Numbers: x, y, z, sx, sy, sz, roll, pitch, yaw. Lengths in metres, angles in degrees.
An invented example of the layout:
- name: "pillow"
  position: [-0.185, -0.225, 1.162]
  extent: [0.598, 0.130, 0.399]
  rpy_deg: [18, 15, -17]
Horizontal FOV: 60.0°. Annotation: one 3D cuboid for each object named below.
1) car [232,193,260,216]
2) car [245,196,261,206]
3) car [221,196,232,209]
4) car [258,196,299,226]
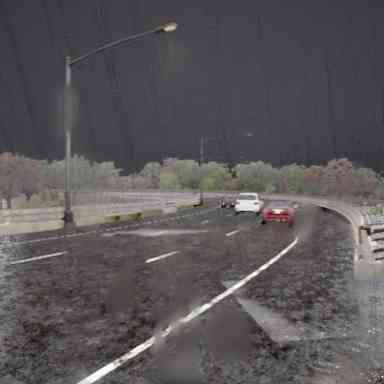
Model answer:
- name: "car"
  position: [5.650, 1.153, 31.967]
  extent: [2.150, 2.045, 5.566]
  rpy_deg: [0, 0, 18]
- name: "car"
  position: [9.973, 1.376, 54.463]
  extent: [2.128, 1.511, 4.902]
  rpy_deg: [0, 0, 5]
- name: "car"
  position: [4.975, 1.501, 43.691]
  extent: [1.895, 1.301, 4.718]
  rpy_deg: [0, 0, 11]
- name: "car"
  position: [6.257, 1.306, 23.257]
  extent: [2.097, 1.767, 4.553]
  rpy_deg: [0, 0, 21]
